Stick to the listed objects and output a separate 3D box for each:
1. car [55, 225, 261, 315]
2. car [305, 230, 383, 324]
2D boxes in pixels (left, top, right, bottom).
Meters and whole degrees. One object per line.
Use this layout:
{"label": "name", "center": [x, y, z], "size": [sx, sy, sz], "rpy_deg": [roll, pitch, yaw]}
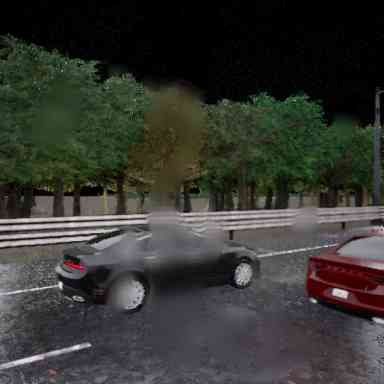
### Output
{"label": "car", "center": [-0.514, 1.539, 7.679], "size": [4.892, 1.490, 1.837], "rpy_deg": [1, -1, -36]}
{"label": "car", "center": [4.459, 1.545, 6.929], "size": [5.008, 1.535, 1.882], "rpy_deg": [1, 0, -36]}
